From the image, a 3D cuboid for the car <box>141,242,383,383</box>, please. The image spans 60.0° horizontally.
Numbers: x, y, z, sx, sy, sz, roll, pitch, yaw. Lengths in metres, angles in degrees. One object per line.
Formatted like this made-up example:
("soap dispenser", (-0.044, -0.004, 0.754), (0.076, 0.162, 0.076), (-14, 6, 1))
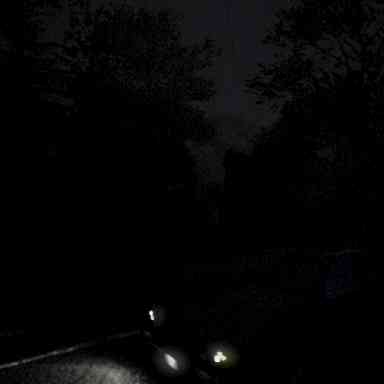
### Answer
("car", (1.927, 1.573, 5.373), (5.357, 1.411, 2.033), (0, 0, -36))
